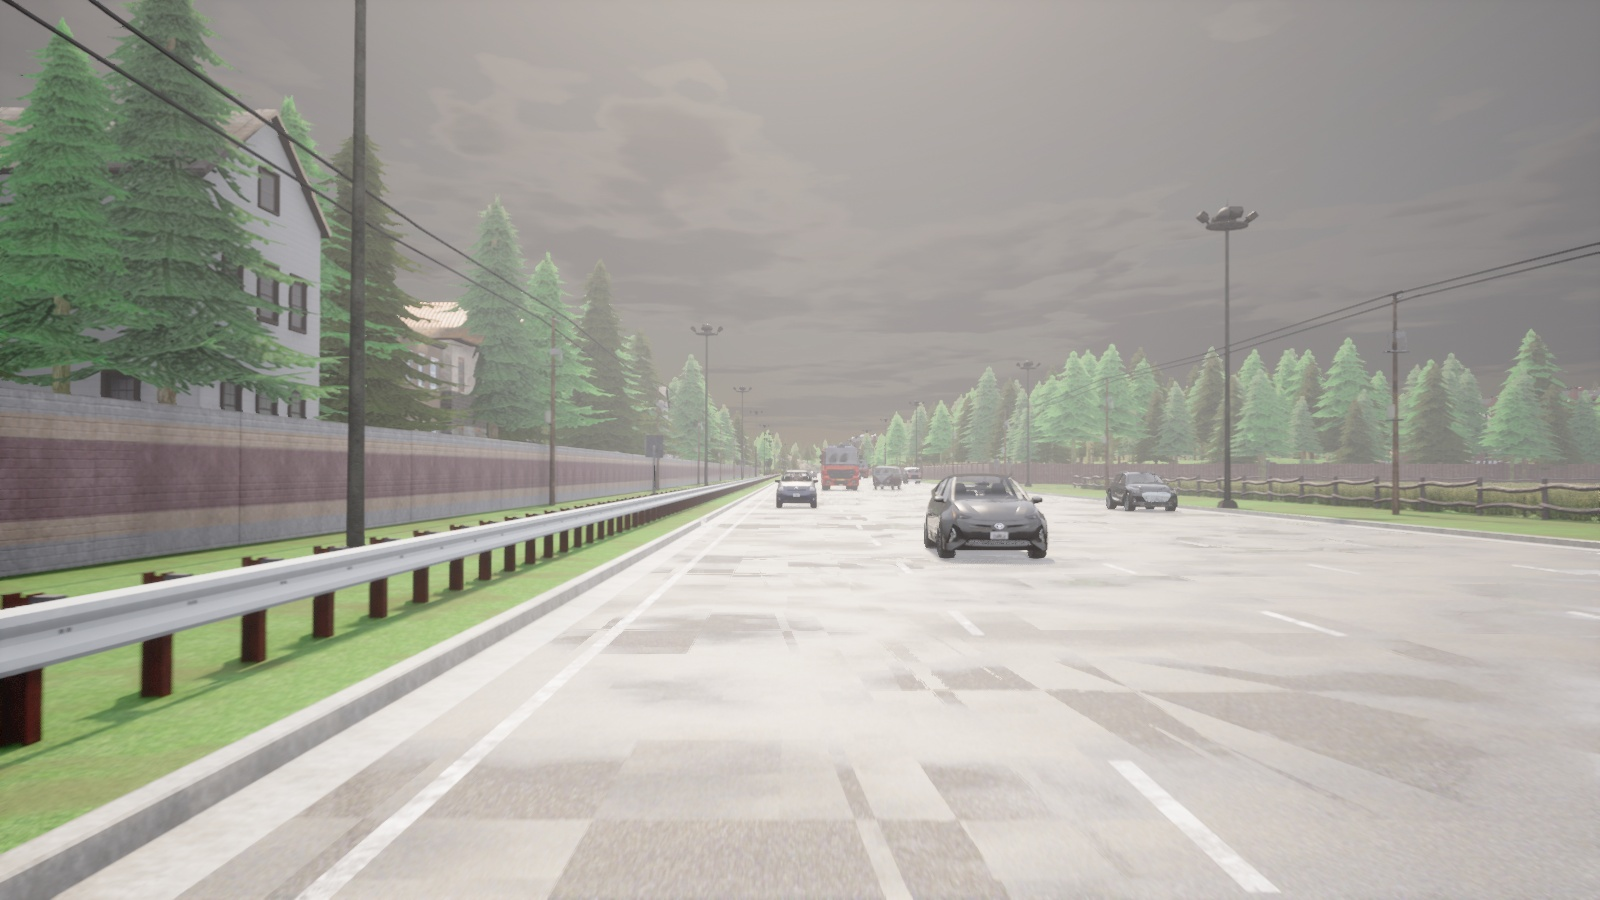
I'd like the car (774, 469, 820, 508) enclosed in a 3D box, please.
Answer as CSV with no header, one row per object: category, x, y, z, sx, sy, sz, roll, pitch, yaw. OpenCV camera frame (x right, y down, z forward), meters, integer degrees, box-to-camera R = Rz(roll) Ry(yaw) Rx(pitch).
car,-0.130,1.610,53.726,1.851,1.617,3.988,0,-1,0

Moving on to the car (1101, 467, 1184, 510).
car,13.876,1.543,51.188,2.033,1.649,4.856,0,-1,0

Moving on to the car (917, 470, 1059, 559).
car,3.442,1.146,23.872,2.007,1.525,4.514,0,-1,0
